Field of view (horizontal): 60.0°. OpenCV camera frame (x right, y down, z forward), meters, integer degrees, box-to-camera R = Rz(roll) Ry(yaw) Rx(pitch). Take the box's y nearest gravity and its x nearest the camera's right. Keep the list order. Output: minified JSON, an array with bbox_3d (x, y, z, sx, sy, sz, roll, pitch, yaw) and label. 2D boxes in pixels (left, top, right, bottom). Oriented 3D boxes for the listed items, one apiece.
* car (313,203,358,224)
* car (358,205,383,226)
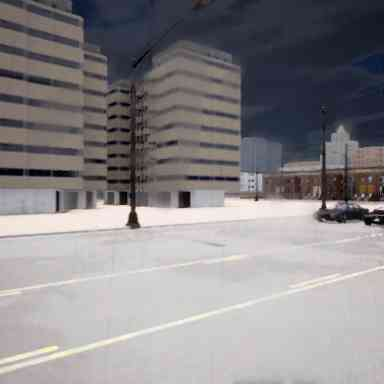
[{"bbox_3d":[11.394,1.555,25.009,5.357,1.411,2.033,0,0,-35],"label":"car"},{"bbox_3d":[13.197,1.571,21.994,4.181,1.385,1.994,0,0,-35],"label":"car"}]
